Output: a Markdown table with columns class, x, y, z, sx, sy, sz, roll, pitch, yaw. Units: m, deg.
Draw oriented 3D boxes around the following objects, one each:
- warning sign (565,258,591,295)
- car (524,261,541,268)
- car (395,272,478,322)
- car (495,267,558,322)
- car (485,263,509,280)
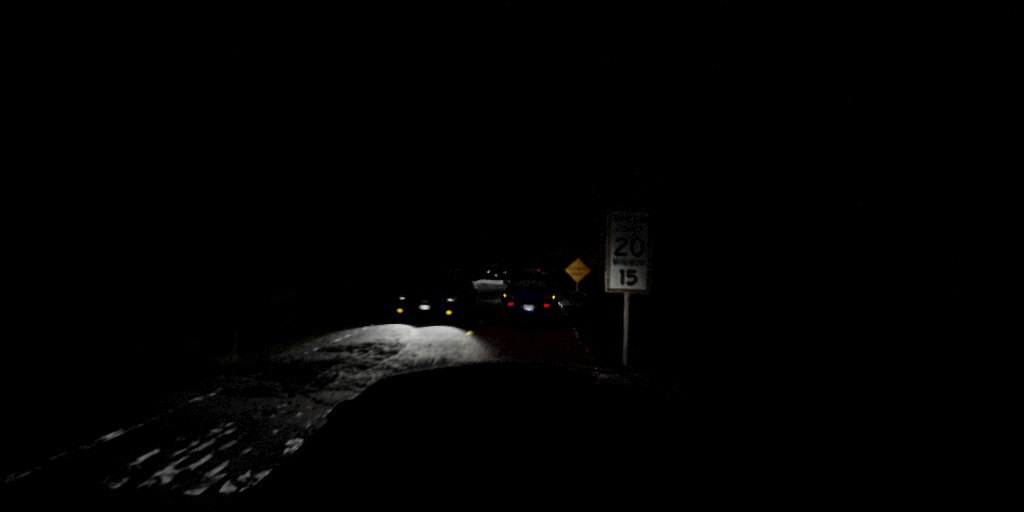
| class | x | y | z | sx | sy | sz | roll | pitch | yaw |
| --- | --- | --- | --- | --- | --- | --- | --- | --- | --- |
| warning sign | 3.328 | 1.012 | 18.344 | 1.300 | 1.860 | 1.060 | 0 | 0 | 4 |
| car | 2.265 | 1.500 | 39.550 | 1.895 | 1.301 | 4.718 | 2 | 0 | 4 |
| car | -2.349 | 1.266 | 12.121 | 1.994 | 1.385 | 4.181 | 2 | 0 | 4 |
| car | 0.630 | 1.323 | 12.612 | 1.812 | 1.442 | 4.674 | 2 | 0 | 4 |
| car | -1.124 | 1.307 | 31.540 | 1.812 | 1.442 | 4.674 | 2 | 0 | 4 |
